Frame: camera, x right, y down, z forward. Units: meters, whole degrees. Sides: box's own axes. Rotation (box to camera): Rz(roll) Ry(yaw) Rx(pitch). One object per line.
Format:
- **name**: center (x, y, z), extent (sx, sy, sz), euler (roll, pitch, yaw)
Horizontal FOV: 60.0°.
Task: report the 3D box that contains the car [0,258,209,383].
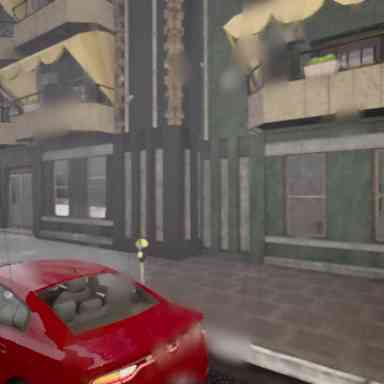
- **car**: center (-1.935, 1.518, 4.112), extent (4.507, 1.381, 1.887), euler (0, 0, 36)
